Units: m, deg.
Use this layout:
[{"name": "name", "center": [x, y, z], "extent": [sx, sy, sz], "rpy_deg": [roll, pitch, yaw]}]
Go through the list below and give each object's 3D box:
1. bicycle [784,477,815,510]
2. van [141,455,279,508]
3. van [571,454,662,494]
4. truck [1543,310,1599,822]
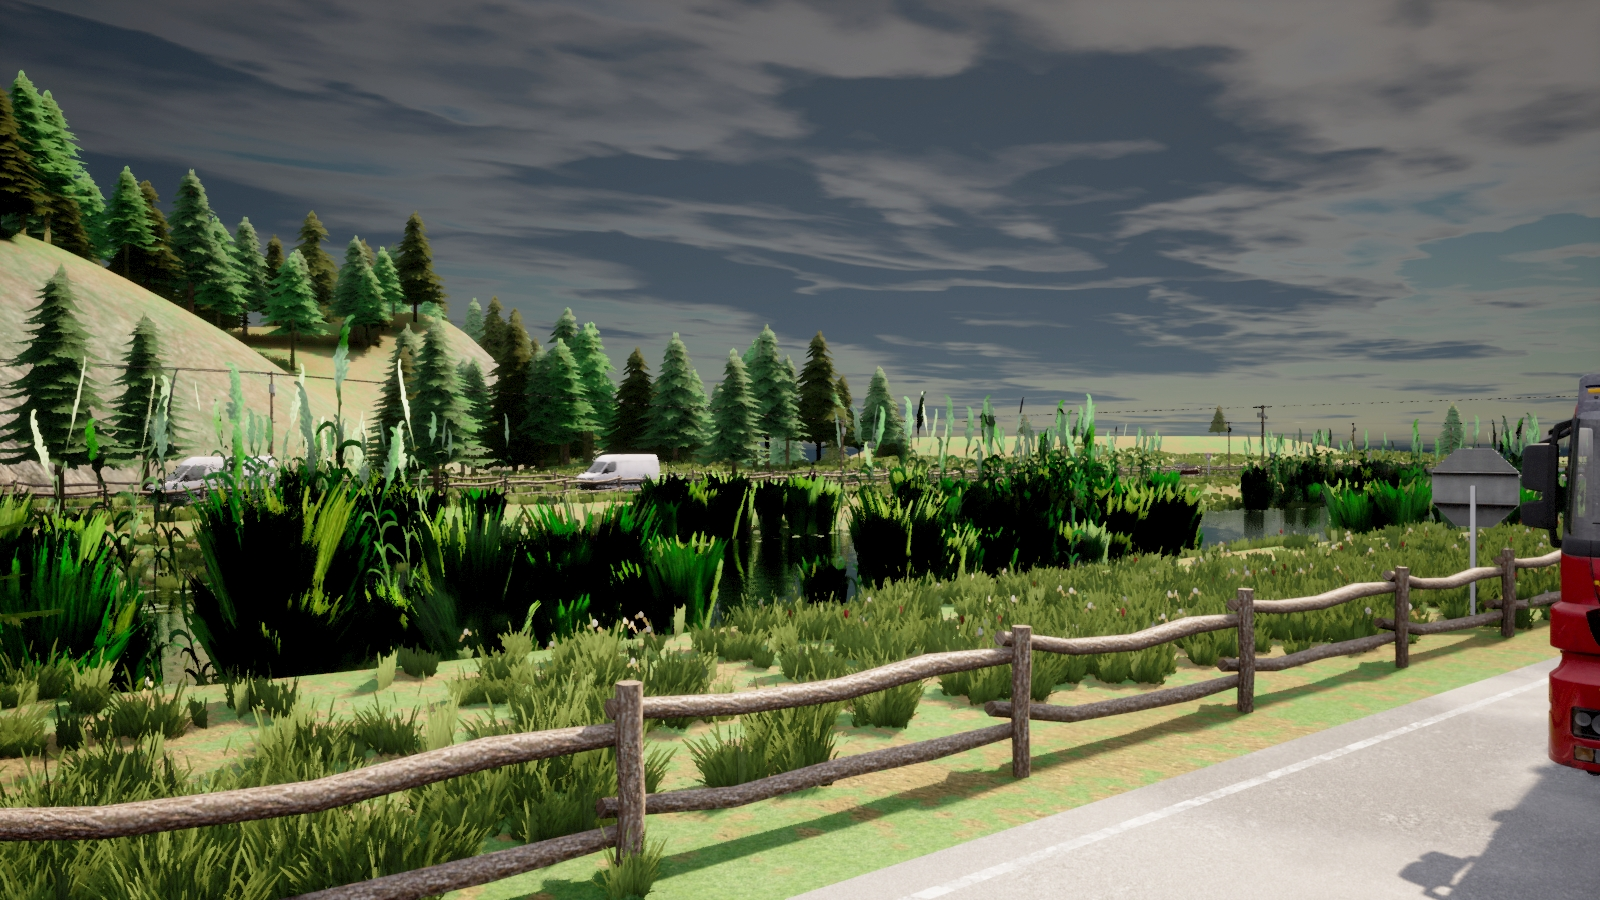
[{"name": "bicycle", "center": [-0.031, 2.029, 53.688], "extent": [1.643, 1.496, 0.373], "rpy_deg": [-1, 0, -43]}, {"name": "van", "center": [-29.986, 1.534, 58.234], "extent": [1.988, 2.561, 5.915], "rpy_deg": [0, 0, 42]}, {"name": "van", "center": [-12.234, 1.534, 76.472], "extent": [5.915, 2.561, 1.988], "rpy_deg": [0, 0, -43]}, {"name": "truck", "center": [9.610, 0.862, 10.983], "extent": [2.891, 3.827, 8.468], "rpy_deg": [0, 0, 42]}]
